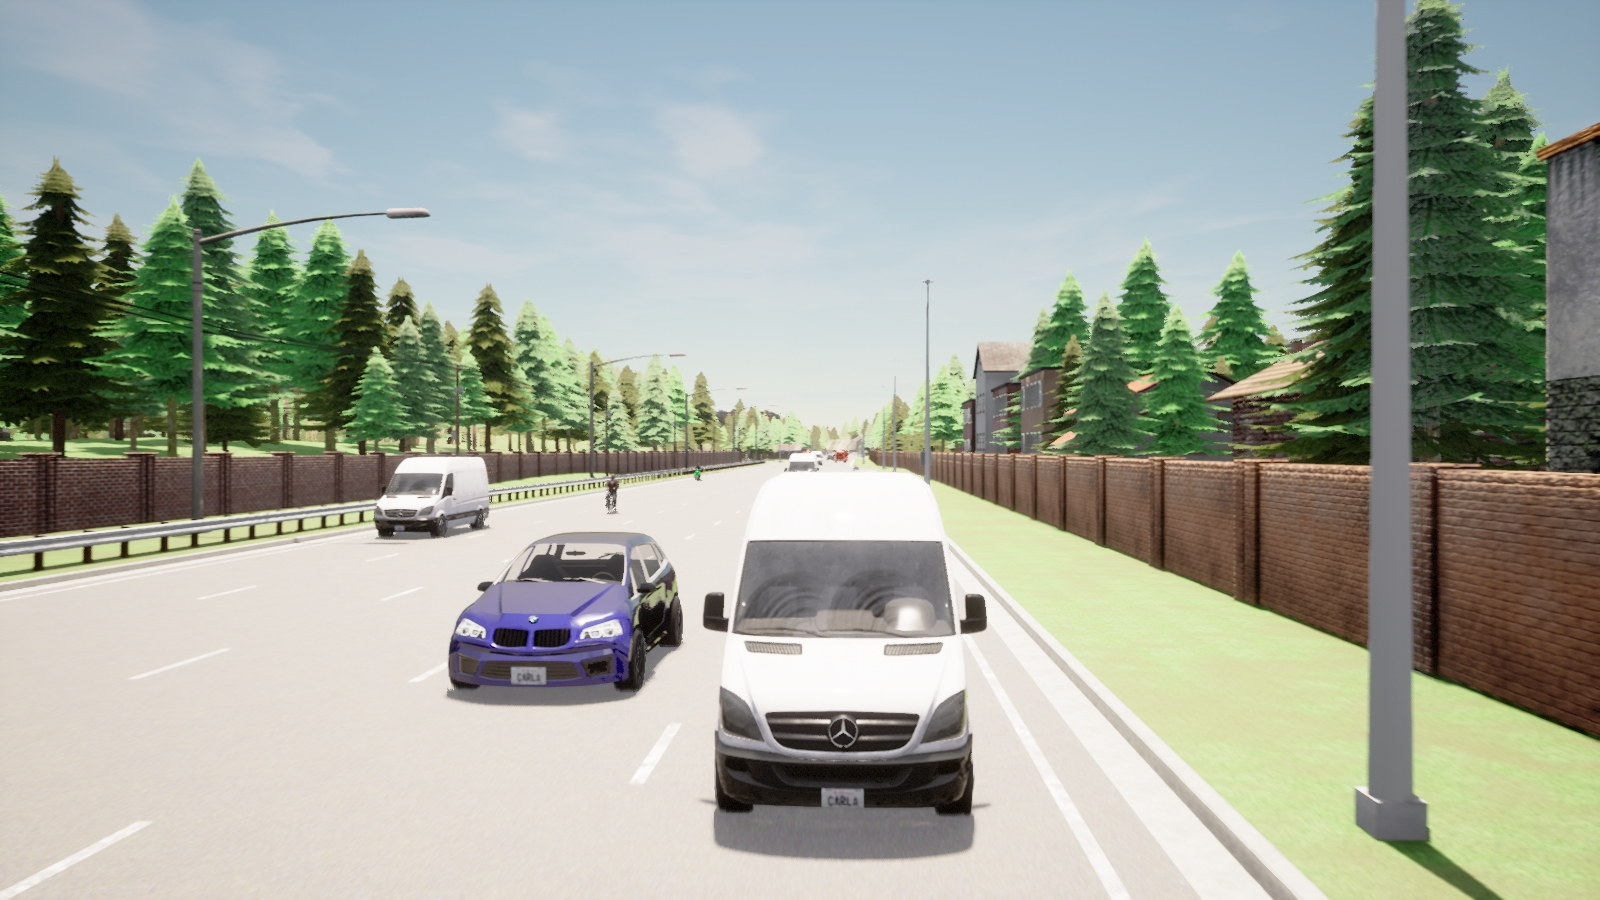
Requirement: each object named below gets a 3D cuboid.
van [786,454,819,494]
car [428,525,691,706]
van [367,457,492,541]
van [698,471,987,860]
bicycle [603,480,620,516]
[{"bbox_3d":[0.208,1.528,76.502,1.988,2.561,5.915,0,0,3],"label":"van"},{"bbox_3d":[-2.865,1.966,14.835,2.242,1.667,4.611,0,0,3],"label":"car"},{"bbox_3d":[-12.217,1.530,38.183,1.988,2.561,5.915,0,0,3],"label":"van"},{"bbox_3d":[0.435,1.533,10.843,1.988,2.561,5.915,0,0,3],"label":"van"},{"bbox_3d":[-8.158,2.055,49.374,0.329,1.471,1.835,0,0,3],"label":"bicycle"}]
